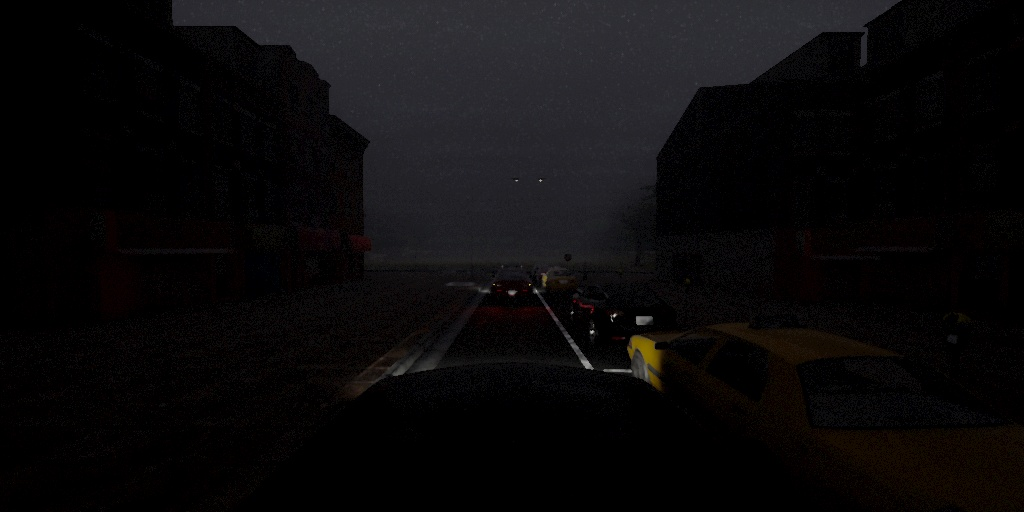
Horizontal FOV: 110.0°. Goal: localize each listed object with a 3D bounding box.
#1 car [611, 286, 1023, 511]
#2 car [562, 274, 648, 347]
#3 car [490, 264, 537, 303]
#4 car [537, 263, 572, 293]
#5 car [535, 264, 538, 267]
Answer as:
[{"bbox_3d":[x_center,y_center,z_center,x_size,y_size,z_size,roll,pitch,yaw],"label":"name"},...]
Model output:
[{"bbox_3d":[2.637,1.273,3.799,1.751,1.417,4.829,0,0,0],"label":"car"},{"bbox_3d":[2.637,1.311,9.161,1.948,1.339,4.313,0,0,0],"label":"car"},{"bbox_3d":[0.001,1.277,16.504,1.812,1.442,4.674,0,0,0],"label":"car"},{"bbox_3d":[2.637,1.268,20.395,1.751,1.417,4.829,0,0,0],"label":"car"},{"bbox_3d":[2.637,1.323,25.759,1.802,1.307,4.207,0,0,0],"label":"car"}]
